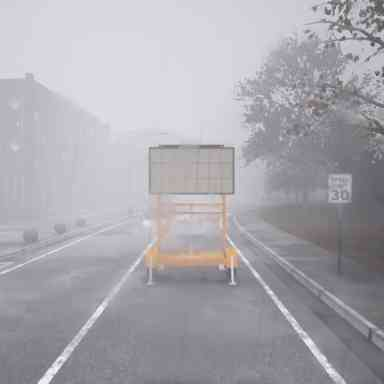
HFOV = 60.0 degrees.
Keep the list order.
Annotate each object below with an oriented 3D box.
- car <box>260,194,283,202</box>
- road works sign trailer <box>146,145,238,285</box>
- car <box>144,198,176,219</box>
[{"bbox_3d":[15.423,1.159,64.592,4.902,1.511,2.128,-1,0,-33],"label":"car"},{"bbox_3d":[-0.011,0.467,9.484,2.380,3.560,2.880,0,0,0],"label":"road works sign trailer"},{"bbox_3d":[-2.763,1.363,29.254,2.097,1.767,4.553,0,0,6],"label":"car"}]
